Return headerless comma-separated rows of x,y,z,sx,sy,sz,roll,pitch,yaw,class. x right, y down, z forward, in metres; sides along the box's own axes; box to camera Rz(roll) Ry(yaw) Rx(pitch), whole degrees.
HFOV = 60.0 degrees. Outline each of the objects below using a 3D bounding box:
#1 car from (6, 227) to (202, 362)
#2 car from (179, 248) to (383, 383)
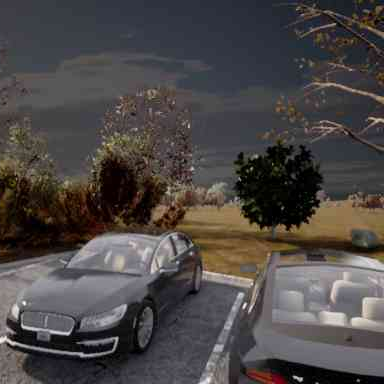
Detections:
-1.104,1.476,6.297,2.231,1.521,4.892,1,0,16,car
1.652,1.484,4.316,2.231,1.521,4.892,0,-1,15,car
